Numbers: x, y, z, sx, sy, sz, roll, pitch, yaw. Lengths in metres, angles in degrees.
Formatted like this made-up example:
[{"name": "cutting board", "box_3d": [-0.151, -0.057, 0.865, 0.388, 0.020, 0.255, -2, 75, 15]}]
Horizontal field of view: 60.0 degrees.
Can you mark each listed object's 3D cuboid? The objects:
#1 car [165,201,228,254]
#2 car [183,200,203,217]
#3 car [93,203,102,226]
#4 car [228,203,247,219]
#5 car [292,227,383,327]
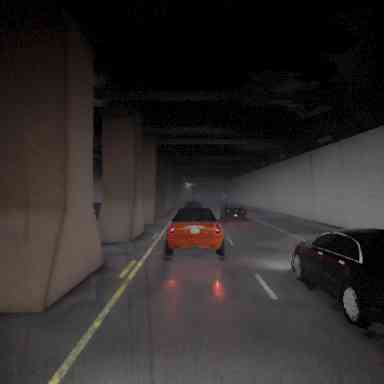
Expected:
[{"name": "car", "box_3d": [0.098, 1.365, 13.613, 2.097, 1.767, 4.553, 0, 0, 0]}, {"name": "car", "box_3d": [0.081, 1.559, 32.139, 1.812, 1.442, 4.674, 0, 0, 0]}, {"name": "car", "box_3d": [-7.103, 1.502, 23.792, 1.882, 1.535, 5.008, 0, 0, 0]}, {"name": "car", "box_3d": [3.595, 1.631, 29.544, 1.895, 1.301, 4.718, 0, 0, 0]}, {"name": "car", "box_3d": [3.599, 1.512, 7.021, 1.837, 1.490, 4.892, 0, 0, 0]}]
